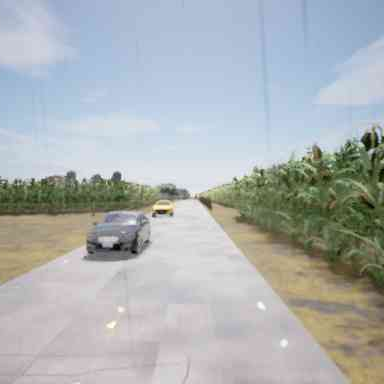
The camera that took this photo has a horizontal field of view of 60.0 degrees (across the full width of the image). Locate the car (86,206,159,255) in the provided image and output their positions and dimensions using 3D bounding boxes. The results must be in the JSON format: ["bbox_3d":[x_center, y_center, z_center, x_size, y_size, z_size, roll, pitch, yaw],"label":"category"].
[{"bbox_3d":[-2.809,1.531,13.586,2.128,1.511,4.902,0,0,0],"label":"car"}]

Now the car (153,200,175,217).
[{"bbox_3d":[-2.749,1.574,32.850,1.882,1.535,5.008,0,0,0],"label":"car"}]
